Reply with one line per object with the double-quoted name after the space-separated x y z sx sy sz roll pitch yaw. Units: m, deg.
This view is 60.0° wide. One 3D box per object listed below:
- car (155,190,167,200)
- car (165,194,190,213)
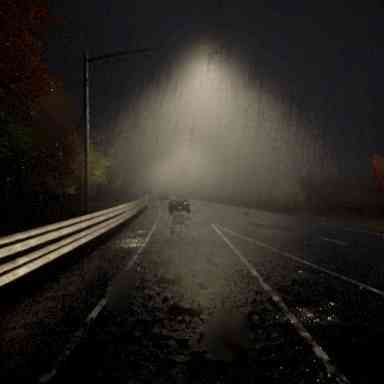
-5.472 0.871 64.130 1.994 1.385 4.181 0 1 -10 "car"
-1.276 1.185 32.298 2.128 1.511 4.902 0 1 -5 "car"
